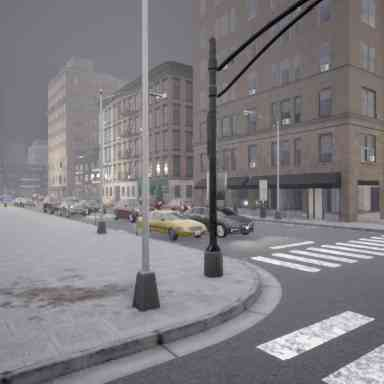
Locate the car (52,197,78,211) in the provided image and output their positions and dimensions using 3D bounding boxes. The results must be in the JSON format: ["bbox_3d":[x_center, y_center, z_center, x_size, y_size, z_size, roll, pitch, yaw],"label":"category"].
[{"bbox_3d":[-16.378,1.477,42.613,1.882,1.535,5.008,0,0,-36],"label":"car"}]

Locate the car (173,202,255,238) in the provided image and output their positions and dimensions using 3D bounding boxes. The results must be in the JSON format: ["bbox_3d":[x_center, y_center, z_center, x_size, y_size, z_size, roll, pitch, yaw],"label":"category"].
[{"bbox_3d":[1.239,1.511,18.166,1.837,1.490,4.892,0,0,-37],"label":"car"}]

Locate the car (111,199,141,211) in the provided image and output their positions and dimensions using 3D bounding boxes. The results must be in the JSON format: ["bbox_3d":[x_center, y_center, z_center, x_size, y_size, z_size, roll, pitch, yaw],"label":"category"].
[{"bbox_3d":[-8.024,1.540,40.337,1.947,1.339,4.313,0,0,-36],"label":"car"}]

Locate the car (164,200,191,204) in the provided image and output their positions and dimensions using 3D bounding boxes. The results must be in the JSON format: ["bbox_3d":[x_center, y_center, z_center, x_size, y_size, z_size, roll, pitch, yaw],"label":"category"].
[{"bbox_3d":[-1.384,1.416,31.163,1.967,1.590,4.097,0,0,-36],"label":"car"}]

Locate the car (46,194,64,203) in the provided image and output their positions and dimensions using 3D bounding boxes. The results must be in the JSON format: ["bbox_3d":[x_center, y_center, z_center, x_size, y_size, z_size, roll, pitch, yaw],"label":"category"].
[{"bbox_3d":[-27.944,1.284,67.854,2.192,1.841,5.009,0,0,-36],"label":"car"}]

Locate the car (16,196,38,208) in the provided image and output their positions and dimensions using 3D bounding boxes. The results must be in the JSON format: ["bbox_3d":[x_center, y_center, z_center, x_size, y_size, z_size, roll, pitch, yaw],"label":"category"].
[{"bbox_3d":[-24.484,1.592,49.391,1.802,1.307,4.206,0,0,-36],"label":"car"}]

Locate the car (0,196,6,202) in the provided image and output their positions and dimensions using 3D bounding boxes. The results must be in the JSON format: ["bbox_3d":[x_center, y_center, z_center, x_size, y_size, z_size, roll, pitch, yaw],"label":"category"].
[{"bbox_3d":[-44.404,1.558,76.909,2.008,1.369,4.403,0,0,-36],"label":"car"}]

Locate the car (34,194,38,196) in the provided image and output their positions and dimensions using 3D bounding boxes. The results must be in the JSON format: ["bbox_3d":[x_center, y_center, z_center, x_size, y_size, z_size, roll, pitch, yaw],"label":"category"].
[{"bbox_3d":[-34.583,1.534,77.028,1.947,1.339,4.313,0,0,-36],"label":"car"}]

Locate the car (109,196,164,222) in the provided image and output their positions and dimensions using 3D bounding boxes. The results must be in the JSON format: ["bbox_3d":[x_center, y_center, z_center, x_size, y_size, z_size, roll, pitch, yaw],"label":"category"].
[{"bbox_3d":[-4.450,1.355,26.041,2.097,1.767,4.553,0,0,-36],"label":"car"}]

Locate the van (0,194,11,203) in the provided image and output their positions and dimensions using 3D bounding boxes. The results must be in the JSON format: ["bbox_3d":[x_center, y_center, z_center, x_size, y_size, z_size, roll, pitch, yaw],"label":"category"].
[{"bbox_3d":[-37.765,1.349,67.735,1.690,1.788,3.998,0,0,-36],"label":"van"}]

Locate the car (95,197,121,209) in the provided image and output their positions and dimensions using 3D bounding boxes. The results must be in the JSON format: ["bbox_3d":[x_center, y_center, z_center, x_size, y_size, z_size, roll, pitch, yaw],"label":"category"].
[{"bbox_3d":[-11.443,1.498,45.061,1.752,1.417,4.829,0,0,-36],"label":"car"}]

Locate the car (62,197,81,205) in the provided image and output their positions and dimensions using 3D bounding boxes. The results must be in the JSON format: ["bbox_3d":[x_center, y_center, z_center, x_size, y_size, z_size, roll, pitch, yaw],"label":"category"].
[{"bbox_3d":[-21.304,1.521,58.682,2.008,1.369,4.403,0,0,-36],"label":"car"}]

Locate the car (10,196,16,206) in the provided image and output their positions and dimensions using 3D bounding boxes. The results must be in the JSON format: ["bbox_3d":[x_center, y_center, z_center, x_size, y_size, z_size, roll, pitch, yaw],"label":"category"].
[{"bbox_3d":[-27.705,1.535,53.839,1.752,1.417,4.829,0,0,-36],"label":"car"}]

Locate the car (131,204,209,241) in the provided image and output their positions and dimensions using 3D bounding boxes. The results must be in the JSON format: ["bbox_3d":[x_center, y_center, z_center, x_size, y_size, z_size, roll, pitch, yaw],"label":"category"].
[{"bbox_3d":[-1.145,1.543,17.148,1.752,1.417,4.829,0,0,-36],"label":"car"}]

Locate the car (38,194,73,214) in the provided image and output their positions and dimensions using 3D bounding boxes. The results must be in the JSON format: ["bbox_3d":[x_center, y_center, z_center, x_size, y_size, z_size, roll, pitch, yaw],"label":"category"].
[{"bbox_3d":[-14.525,1.328,35.631,2.192,1.841,5.009,0,0,-36],"label":"car"}]

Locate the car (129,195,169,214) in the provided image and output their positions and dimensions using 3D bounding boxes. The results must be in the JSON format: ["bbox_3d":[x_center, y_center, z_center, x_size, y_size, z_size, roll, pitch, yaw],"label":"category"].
[{"bbox_3d":[-4.704,1.290,35.750,2.192,1.841,5.009,0,0,-36],"label":"car"}]

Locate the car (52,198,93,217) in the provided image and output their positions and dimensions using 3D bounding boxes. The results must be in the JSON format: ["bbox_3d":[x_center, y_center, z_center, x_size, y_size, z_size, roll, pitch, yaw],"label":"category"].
[{"bbox_3d":[-11.204,1.565,31.045,2.008,1.369,4.403,0,0,-36],"label":"car"}]

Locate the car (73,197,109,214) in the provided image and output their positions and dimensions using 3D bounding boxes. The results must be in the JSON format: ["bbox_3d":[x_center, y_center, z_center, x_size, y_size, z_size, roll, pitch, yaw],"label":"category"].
[{"bbox_3d":[-10.364,1.506,34.228,1.837,1.490,4.892,0,0,-36],"label":"car"}]
